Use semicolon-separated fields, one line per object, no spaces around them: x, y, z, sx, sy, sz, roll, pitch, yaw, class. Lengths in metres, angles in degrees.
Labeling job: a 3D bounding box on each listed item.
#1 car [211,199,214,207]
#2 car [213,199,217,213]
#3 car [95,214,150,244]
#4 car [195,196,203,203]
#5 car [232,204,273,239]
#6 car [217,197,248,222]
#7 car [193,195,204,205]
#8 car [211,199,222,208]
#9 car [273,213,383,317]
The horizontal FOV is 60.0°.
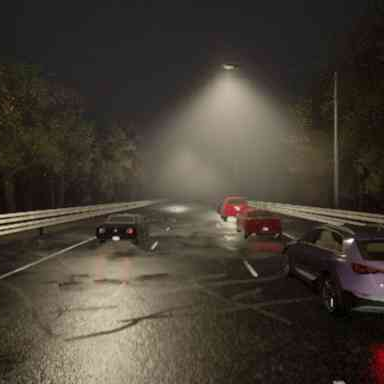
4.201;1.970;51.451;2.128;1.511;4.902;0;-1;1;car
3.948;1.883;40.499;1.837;1.490;4.892;0;-1;1;car
-3.302;1.760;16.793;1.895;1.301;4.718;0;-1;1;car
1.972;2.037;88.970;2.097;1.767;4.553;0;0;2;car
3.610;1.655;18.593;1.882;1.535;5.008;0;-1;1;car
3.751;1.501;29.579;2.150;2.045;5.566;0;-1;1;car
1.294;1.734;71.730;2.150;2.045;5.566;0;-1;2;car
4.510;2.054;62.402;1.882;1.535;5.008;0;-1;2;car
3.525;1.506;7.639;2.033;1.649;4.856;0;-1;0;car
